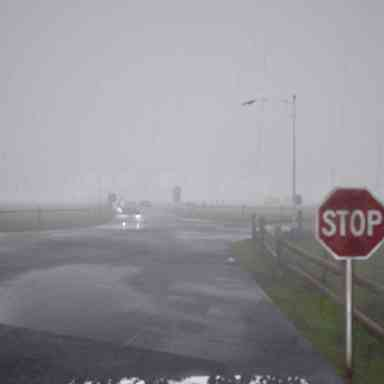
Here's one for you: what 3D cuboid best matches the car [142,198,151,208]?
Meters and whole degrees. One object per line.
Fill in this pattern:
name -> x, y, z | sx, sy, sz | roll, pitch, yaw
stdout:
car -> -7.833, 1.780, 53.749 | 1.882, 1.535, 5.008 | 0, 0, -16

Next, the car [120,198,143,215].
car -> -6.967, 1.742, 37.907 | 1.837, 1.490, 4.892 | 0, -1, -12

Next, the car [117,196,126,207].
car -> -9.366, 1.757, 48.195 | 1.882, 1.535, 5.008 | 0, 0, -15

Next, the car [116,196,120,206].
car -> -12.151, 1.802, 57.910 | 2.128, 1.511, 4.902 | 0, 0, -17

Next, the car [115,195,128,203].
car -> -16.438, 1.713, 77.589 | 2.097, 1.767, 4.553 | 0, 0, -24
